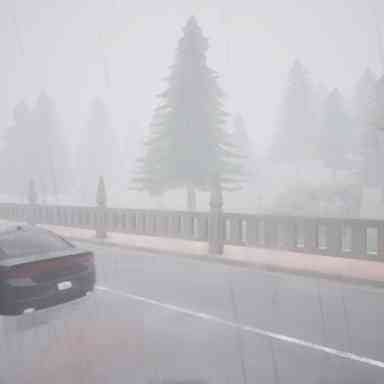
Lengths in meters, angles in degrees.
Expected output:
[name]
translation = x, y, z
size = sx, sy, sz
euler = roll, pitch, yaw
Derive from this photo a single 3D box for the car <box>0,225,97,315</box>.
[car]
translation = -4.185, 1.477, 7.281
size = 5.008, 1.535, 1.882
euler = 0, 0, 37
